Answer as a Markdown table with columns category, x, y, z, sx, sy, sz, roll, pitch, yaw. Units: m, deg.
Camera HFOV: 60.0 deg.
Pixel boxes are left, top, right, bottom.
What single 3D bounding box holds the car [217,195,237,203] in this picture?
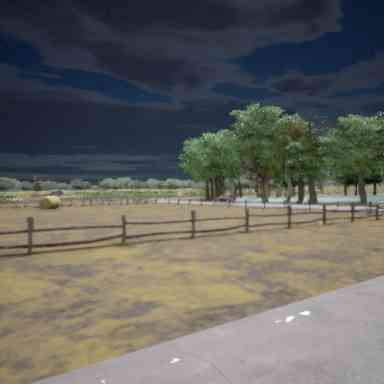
| category | x | y | z | sx | sy | sz | roll | pitch | yaw |
| --- | --- | --- | --- | --- | --- | --- | --- | --- | --- |
| car | 7.189 | 1.383 | 68.437 | 1.837 | 1.490 | 4.892 | -3 | 1 | -35 |
